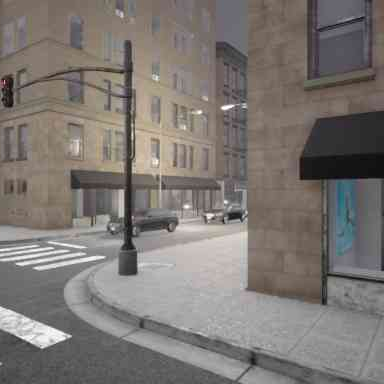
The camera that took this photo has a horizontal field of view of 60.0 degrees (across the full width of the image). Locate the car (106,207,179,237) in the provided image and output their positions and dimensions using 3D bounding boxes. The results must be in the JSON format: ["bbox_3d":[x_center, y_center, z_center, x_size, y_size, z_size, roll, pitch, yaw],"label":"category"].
[{"bbox_3d":[-2.626,1.620,18.841,1.812,1.442,4.674,0,0,37],"label":"car"}]

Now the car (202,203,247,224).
[{"bbox_3d":[2.681,1.640,26.311,2.128,1.511,4.902,0,0,35],"label":"car"}]
